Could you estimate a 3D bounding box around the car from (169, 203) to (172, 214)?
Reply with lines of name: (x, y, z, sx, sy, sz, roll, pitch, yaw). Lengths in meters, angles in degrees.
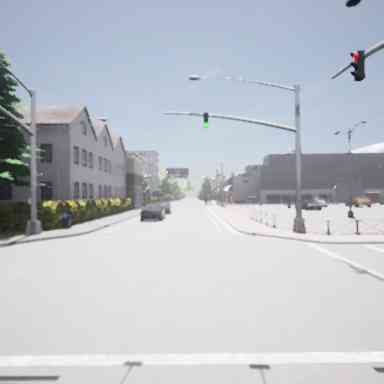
car: (-3.496, 1.881, 40.572, 2.128, 1.511, 4.902, -1, 0, 0)

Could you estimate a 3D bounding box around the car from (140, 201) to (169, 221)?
car: (-3.532, 1.778, 30.436, 1.882, 1.535, 5.008, -1, 0, 0)

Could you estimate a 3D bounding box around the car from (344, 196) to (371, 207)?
car: (25.602, 1.484, 51.468, 2.152, 1.636, 5.027, -1, -1, 0)

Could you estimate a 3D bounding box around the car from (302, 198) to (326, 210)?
car: (15.525, 1.683, 44.093, 2.007, 1.523, 4.514, -1, -1, 0)
